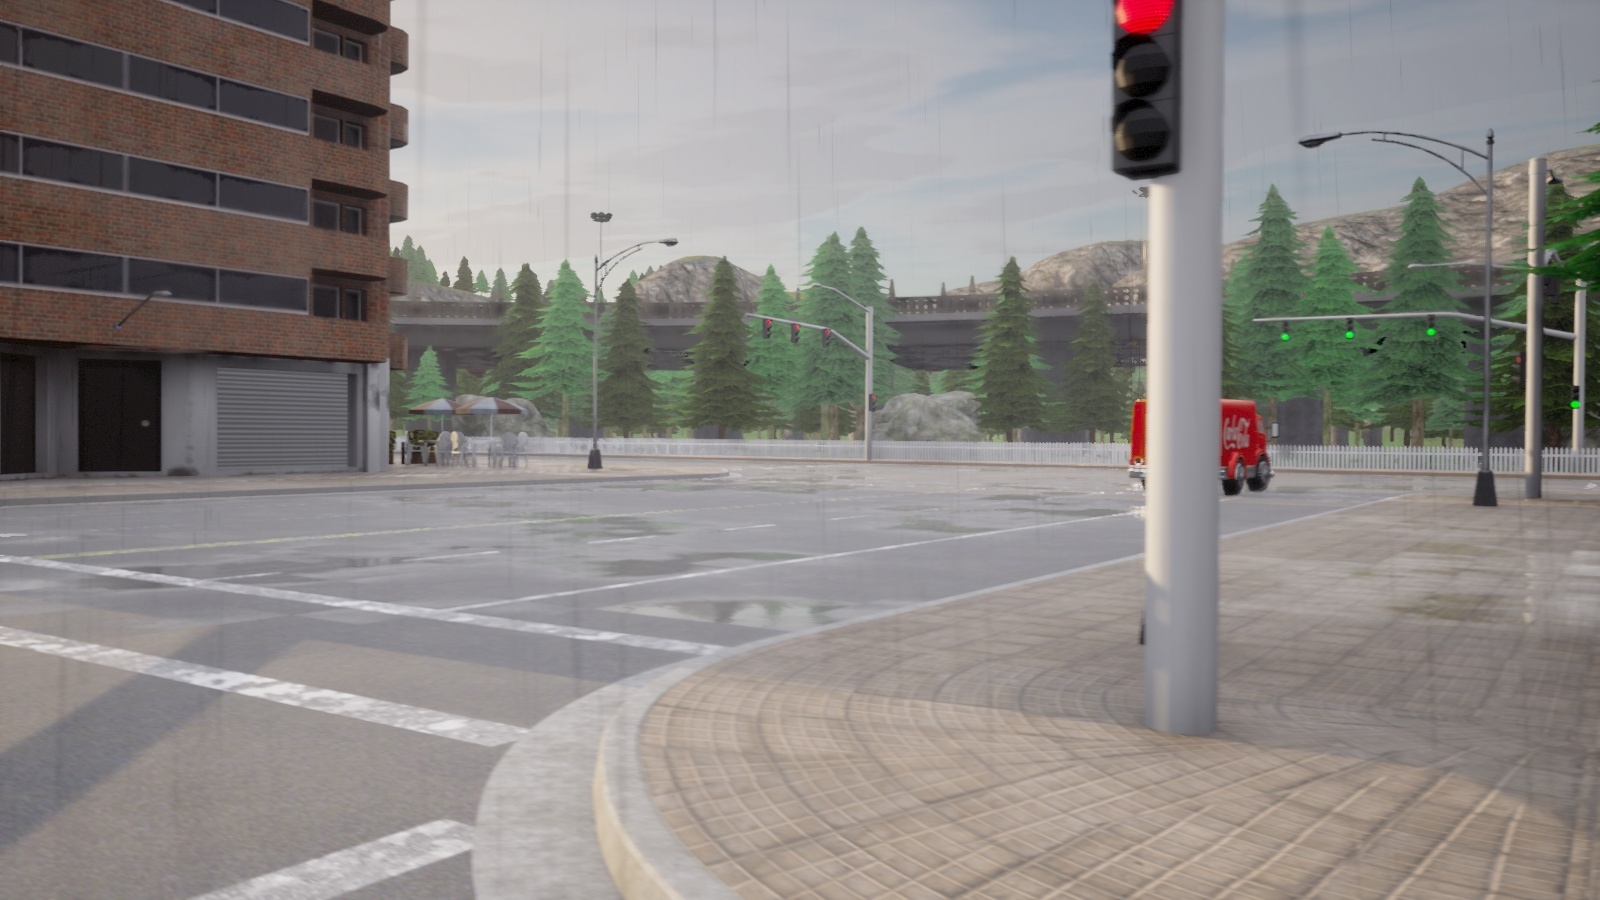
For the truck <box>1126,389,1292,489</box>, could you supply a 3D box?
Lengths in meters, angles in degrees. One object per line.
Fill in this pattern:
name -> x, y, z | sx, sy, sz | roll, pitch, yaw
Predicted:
truck -> 11.019, -0.300, 33.576 | 2.627, 2.467, 5.204 | -1, 1, 37
